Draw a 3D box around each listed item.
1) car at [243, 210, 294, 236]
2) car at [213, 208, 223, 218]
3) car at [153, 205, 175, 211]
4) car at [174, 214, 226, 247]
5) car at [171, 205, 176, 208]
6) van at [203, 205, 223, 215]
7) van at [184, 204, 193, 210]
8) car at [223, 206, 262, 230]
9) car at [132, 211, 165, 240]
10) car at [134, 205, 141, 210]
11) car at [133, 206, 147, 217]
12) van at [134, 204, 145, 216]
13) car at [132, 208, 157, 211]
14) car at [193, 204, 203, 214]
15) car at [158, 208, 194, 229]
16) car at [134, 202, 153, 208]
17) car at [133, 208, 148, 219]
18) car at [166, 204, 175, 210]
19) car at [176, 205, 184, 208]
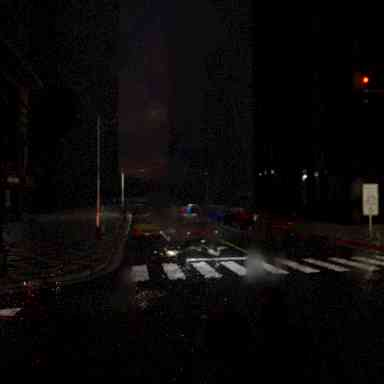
[{"bbox_3d":[5.404,2.203,23.132,1.887,1.381,4.507,-1,-1,-10],"label":"car"},{"bbox_3d":[3.696,2.527,33.157,1.802,1.307,4.206,-1,-1,-10],"label":"car"},{"bbox_3d":[-3.779,2.773,42.130,2.033,1.411,5.357,0,-2,-9],"label":"car"},{"bbox_3d":[0.273,2.151,18.418,1.895,1.301,4.718,0,-2,-7],"label":"car"},{"bbox_3d":[-4.031,3.779,78.102,1.947,1.339,4.313,-1,-1,-10],"label":"car"},{"bbox_3d":[2.837,2.429,38.177,1.690,1.788,3.998,-1,-1,-10],"label":"van"},{"bbox_3d":[0.274,2.855,53.217,1.690,1.788,3.998,-1,-1,-10],"label":"van"},{"bbox_3d":[4.545,2.117,28.151,2.192,1.841,5.009,-1,-1,-10],"label":"car"},{"bbox_3d":[-2.974,2.176,21.534,1.752,1.417,4.829,-1,-1,-10],"label":"car"},{"bbox_3d":[-14.104,4.059,86.395,1.802,1.307,4.206,-1,-1,-10],"label":"car"},{"bbox_3d":[-7.961,2.918,50.587,1.967,1.590,4.097,-1,-1,-10],"label":"car"},{"bbox_3d":[-8.789,2.955,55.403,1.690,1.788,3.998,-1,-1,-10],"label":"van"},{"bbox_3d":[-4.655,2.481,31.328,2.008,1.369,4.403,-1,-1,-10],"label":"car"},{"bbox_3d":[1.982,2.545,43.191,2.192,1.841,5.009,-1,-1,-10],"label":"car"},{"bbox_3d":[-1.533,2.397,28.917,2.033,1.411,5.357,0,-2,-10],"label":"car"},{"bbox_3d":[-6.311,2.520,40.962,2.192,1.841,5.009,-1,-1,-10],"label":"car"},{"bbox_3d":[-7.133,2.886,45.771,1.887,1.381,4.507,-1,-1,-10],"label":"car"},{"bbox_3d":[-5.790,4.045,88.355,2.008,1.369,4.403,-1,-1,-10],"label":"car"},{"bbox_3d":[-1.392,3.364,62.725,1.802,1.307,4.206,-1,-1,-10],"label":"car"}]
